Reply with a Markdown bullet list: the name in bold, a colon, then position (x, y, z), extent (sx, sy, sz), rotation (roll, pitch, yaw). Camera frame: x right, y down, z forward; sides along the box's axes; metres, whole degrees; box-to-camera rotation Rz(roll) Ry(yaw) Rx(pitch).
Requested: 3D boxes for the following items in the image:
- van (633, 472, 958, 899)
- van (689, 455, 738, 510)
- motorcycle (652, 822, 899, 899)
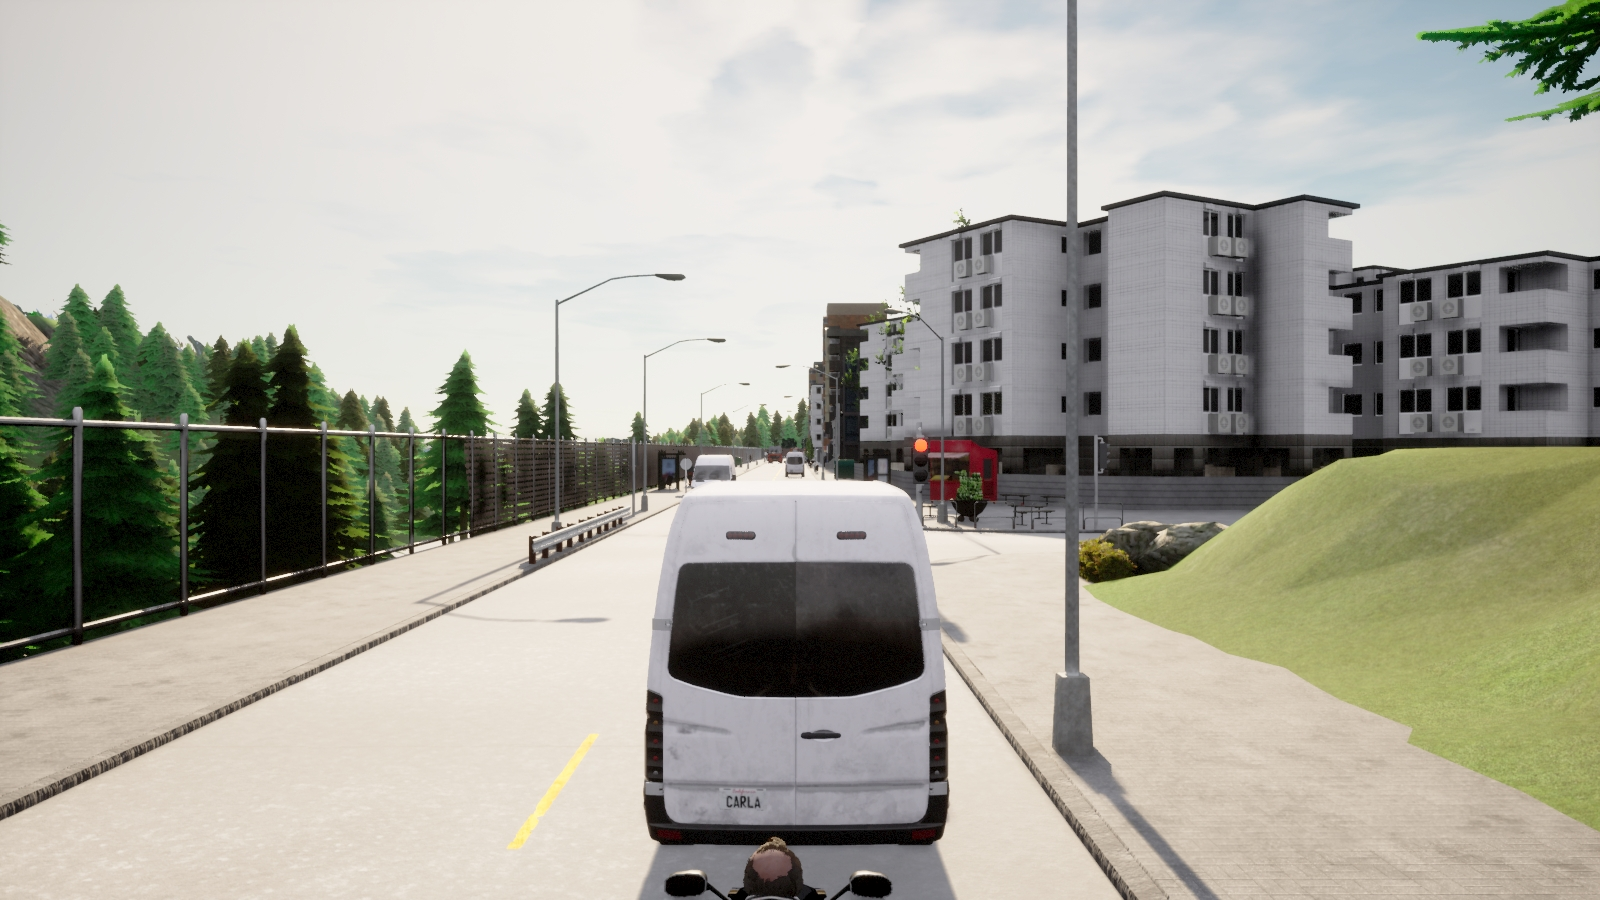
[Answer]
- **van**: position (-0.034, 1.534, 9.946), extent (1.988, 2.561, 5.915), rotation (0, 0, 0)
- **van**: position (-4.246, 1.534, 56.676), extent (1.988, 2.561, 5.915), rotation (0, 0, 0)
- **motorcycle**: position (-0.090, 2.205, 3.746), extent (0.867, 1.251, 2.209), rotation (0, 0, 1)
